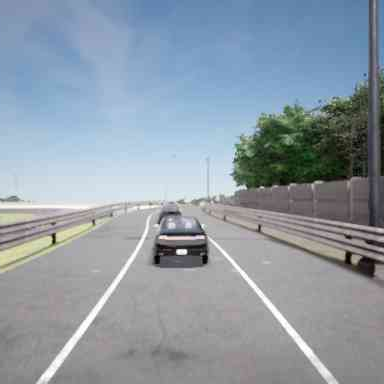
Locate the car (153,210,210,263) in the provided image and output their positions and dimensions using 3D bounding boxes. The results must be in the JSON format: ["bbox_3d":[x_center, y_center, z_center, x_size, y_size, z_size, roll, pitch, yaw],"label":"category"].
[{"bbox_3d":[-0.442,1.647,12.576,2.128,1.511,4.902,0,-1,-3],"label":"car"}]

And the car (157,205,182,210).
[{"bbox_3d":[-1.835,1.843,27.637,1.837,1.490,4.892,0,0,-6],"label":"car"}]
